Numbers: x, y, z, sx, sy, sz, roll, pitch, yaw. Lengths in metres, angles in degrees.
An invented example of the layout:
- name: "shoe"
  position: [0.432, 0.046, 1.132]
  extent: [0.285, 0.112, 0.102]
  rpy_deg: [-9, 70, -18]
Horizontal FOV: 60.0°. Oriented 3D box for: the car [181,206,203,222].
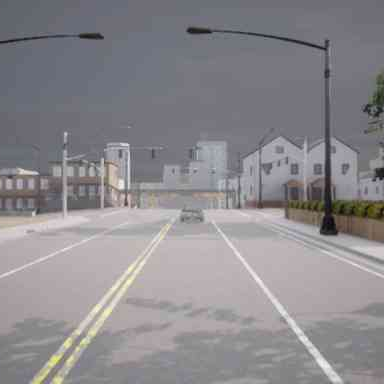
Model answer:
- name: "car"
  position: [0.008, 1.878, 29.115]
  extent: [1.895, 1.301, 4.718]
  rpy_deg: [0, -1, 0]
